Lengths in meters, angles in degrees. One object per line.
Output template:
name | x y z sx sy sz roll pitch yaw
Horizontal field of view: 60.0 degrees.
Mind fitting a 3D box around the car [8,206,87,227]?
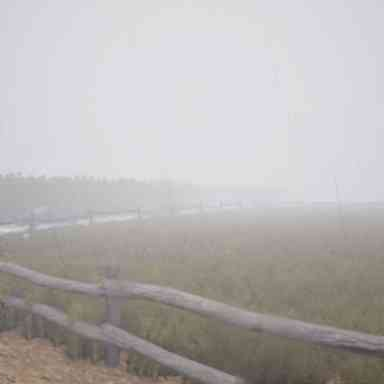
car | -10.185 1.684 23.828 2.033 1.411 5.357 0 0 35

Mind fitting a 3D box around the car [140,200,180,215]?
car | -3.187 1.628 33.700 2.128 1.511 4.902 0 0 35

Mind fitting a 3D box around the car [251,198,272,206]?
car | 9.904 1.611 46.580 2.128 1.511 4.902 0 0 36
